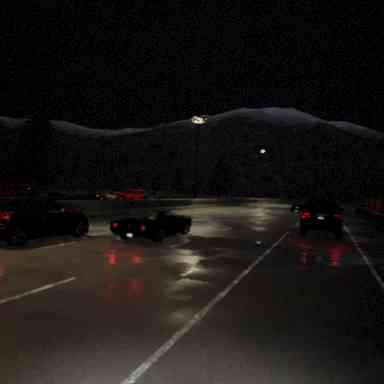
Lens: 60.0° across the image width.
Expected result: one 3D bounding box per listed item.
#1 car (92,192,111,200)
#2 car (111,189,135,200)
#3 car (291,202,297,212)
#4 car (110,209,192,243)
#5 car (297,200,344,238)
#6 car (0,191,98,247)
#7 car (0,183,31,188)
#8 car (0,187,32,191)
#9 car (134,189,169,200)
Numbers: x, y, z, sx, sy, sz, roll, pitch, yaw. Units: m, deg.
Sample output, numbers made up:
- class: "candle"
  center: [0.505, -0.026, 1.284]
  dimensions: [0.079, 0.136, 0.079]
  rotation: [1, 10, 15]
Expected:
- class: "car"
  center: [-11.480, 0.624, 47.253]
  dimensions: [1.895, 1.301, 4.718]
  rotation: [3, 0, 22]
- class: "car"
  center: [-8.228, 0.605, 45.944]
  dimensions: [2.150, 2.045, 5.566]
  rotation: [3, 0, 22]
- class: "car"
  center: [15.040, 2.090, 46.533]
  dimensions: [1.994, 1.385, 4.181]
  rotation: [3, 0, 25]
- class: "car"
  center: [-1.641, 1.450, 15.282]
  dimensions: [1.895, 1.301, 4.718]
  rotation: [3, 0, 22]
- class: "car"
  center: [7.875, 1.514, 20.149]
  dimensions: [2.150, 2.045, 5.566]
  rotation: [3, 0, 23]
- class: "car"
  center: [-6.206, 0.985, 13.269]
  dimensions: [2.097, 1.767, 4.553]
  rotation: [3, 0, 22]
- class: "car"
  center: [-17.826, 0.203, 31.723]
  dimensions: [2.150, 2.045, 5.566]
  rotation: [3, 0, 22]
- class: "car"
  center: [-14.903, 0.640, 29.655]
  dimensions: [1.837, 1.490, 4.892]
  rotation: [3, 0, 22]
- class: "car"
  center: [-4.991, 0.863, 44.636]
  dimensions: [2.150, 2.045, 5.566]
  rotation: [3, 0, 22]
